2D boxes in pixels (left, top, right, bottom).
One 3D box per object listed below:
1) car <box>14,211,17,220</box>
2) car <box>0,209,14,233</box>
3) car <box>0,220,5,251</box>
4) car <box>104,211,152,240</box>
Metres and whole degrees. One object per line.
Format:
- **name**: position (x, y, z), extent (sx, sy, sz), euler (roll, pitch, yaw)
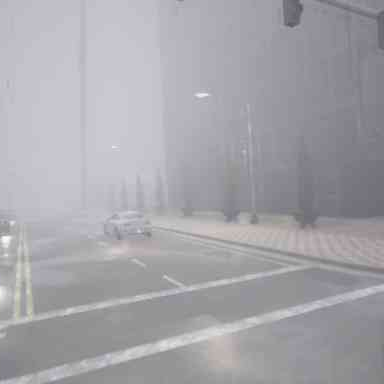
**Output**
- **car**: position (-22.635, 2.803, 40.759), extent (1.994, 1.385, 4.181), euler (-3, 0, -27)
- **car**: position (-14.819, 2.301, 25.126), extent (1.882, 1.535, 5.008), euler (-3, 0, -27)
- **car**: position (-8.958, 2.113, 13.554), extent (1.895, 1.301, 4.718), euler (-3, 0, -27)
- **car**: position (-3.702, 1.789, 18.822), extent (1.812, 1.442, 4.674), euler (-3, 0, -27)
